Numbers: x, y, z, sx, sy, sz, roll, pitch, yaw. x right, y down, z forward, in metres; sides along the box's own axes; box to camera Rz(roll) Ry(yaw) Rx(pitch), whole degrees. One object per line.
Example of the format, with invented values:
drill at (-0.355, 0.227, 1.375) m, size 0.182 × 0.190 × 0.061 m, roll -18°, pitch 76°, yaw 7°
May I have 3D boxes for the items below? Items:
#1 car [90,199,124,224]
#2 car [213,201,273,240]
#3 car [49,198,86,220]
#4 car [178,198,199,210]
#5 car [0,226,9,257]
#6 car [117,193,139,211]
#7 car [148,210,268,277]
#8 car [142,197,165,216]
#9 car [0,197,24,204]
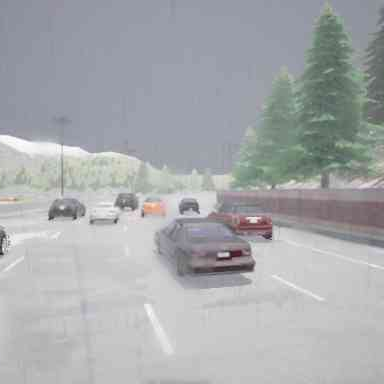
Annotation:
car at (-6.262, 1.462, 24.322) m, size 1.812 × 1.442 × 4.674 m, roll 0°, pitch 0°, yaw -8°
car at (2.226, 1.293, 16.588) m, size 2.097 × 1.767 × 4.553 m, roll 0°, pitch 0°, yaw -12°
car at (-10.210, 1.286, 27.534) m, size 2.097 × 1.767 × 4.553 m, roll 0°, pitch 0°, yaw -7°
car at (-0.318, 1.394, 33.948) m, size 1.837 × 1.490 × 4.892 m, roll 0°, pitch 0°, yaw -5°
car at (-6.986, 1.489, 9.874) m, size 1.837 × 1.490 × 4.892 m, roll 0°, pitch 0°, yaw -14°
car at (-7.634, 1.114, 39.634) m, size 2.150 × 2.045 × 5.566 m, roll 0°, pitch 1°, yaw -2°
car at (0.096, 1.514, 10.256) m, size 2.033 × 1.411 × 5.357 m, roll 0°, pitch 0°, yaw -15°
car at (-3.557, 1.260, 31.002) m, size 2.097 × 1.767 × 4.553 m, roll 0°, pitch 0°, yaw -6°
car at (-21.829, 1.400, 39.509) m, size 1.882 × 1.535 × 5.008 m, roll 0°, pitch 0°, yaw -2°
